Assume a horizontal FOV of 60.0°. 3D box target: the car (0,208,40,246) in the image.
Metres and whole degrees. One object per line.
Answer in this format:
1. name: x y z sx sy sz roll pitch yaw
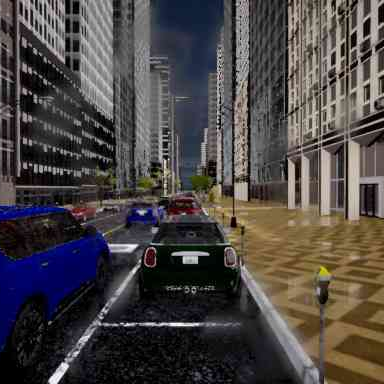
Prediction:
1. car: -8.843 1.542 14.989 1.887 1.381 4.507 -1 0 0

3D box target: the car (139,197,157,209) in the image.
1. car: -6.146 1.514 47.248 1.882 1.535 5.008 0 0 0

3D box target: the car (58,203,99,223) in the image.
1. car: -8.843 1.577 26.356 1.802 1.307 4.206 -1 0 0

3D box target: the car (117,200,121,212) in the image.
1. car: -8.844 1.544 37.723 2.008 1.369 4.403 -1 0 0

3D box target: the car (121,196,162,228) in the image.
1. car: -3.047 1.347 22.289 2.097 1.767 4.553 0 0 0

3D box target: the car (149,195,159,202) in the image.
1. car: -8.843 1.509 77.339 1.752 1.417 4.829 -1 0 0

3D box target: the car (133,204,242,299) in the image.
1. car: -0.033 1.351 8.621 2.097 1.767 4.553 0 0 0

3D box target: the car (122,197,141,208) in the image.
1. car: -8.843 1.541 49.090 2.008 1.369 4.403 -1 0 0

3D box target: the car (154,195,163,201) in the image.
1. car: -8.844 1.545 88.876 1.947 1.339 4.313 -1 0 0

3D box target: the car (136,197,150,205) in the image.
1. car: -8.843 1.570 60.458 1.802 1.307 4.206 -1 0 0

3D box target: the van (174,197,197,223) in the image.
1. van: -0.465 1.336 26.356 1.690 1.788 3.998 -1 0 0

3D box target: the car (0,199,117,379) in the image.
1. car: -3.047 1.223 5.638 2.150 2.045 5.566 0 0 0

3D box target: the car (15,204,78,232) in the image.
1. car: -8.844 1.547 20.672 2.008 1.369 4.403 -1 0 0

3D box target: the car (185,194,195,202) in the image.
1. car: -0.465 1.298 77.509 2.192 1.841 5.009 -1 0 0

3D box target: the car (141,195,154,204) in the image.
1. car: -8.845 1.426 66.141 1.967 1.590 4.097 -1 0 0

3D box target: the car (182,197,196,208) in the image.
1. car: -0.463 1.541 49.090 2.008 1.369 4.403 -1 0 0

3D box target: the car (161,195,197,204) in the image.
1. car: -0.465 1.311 20.672 2.192 1.841 5.009 -1 0 0
